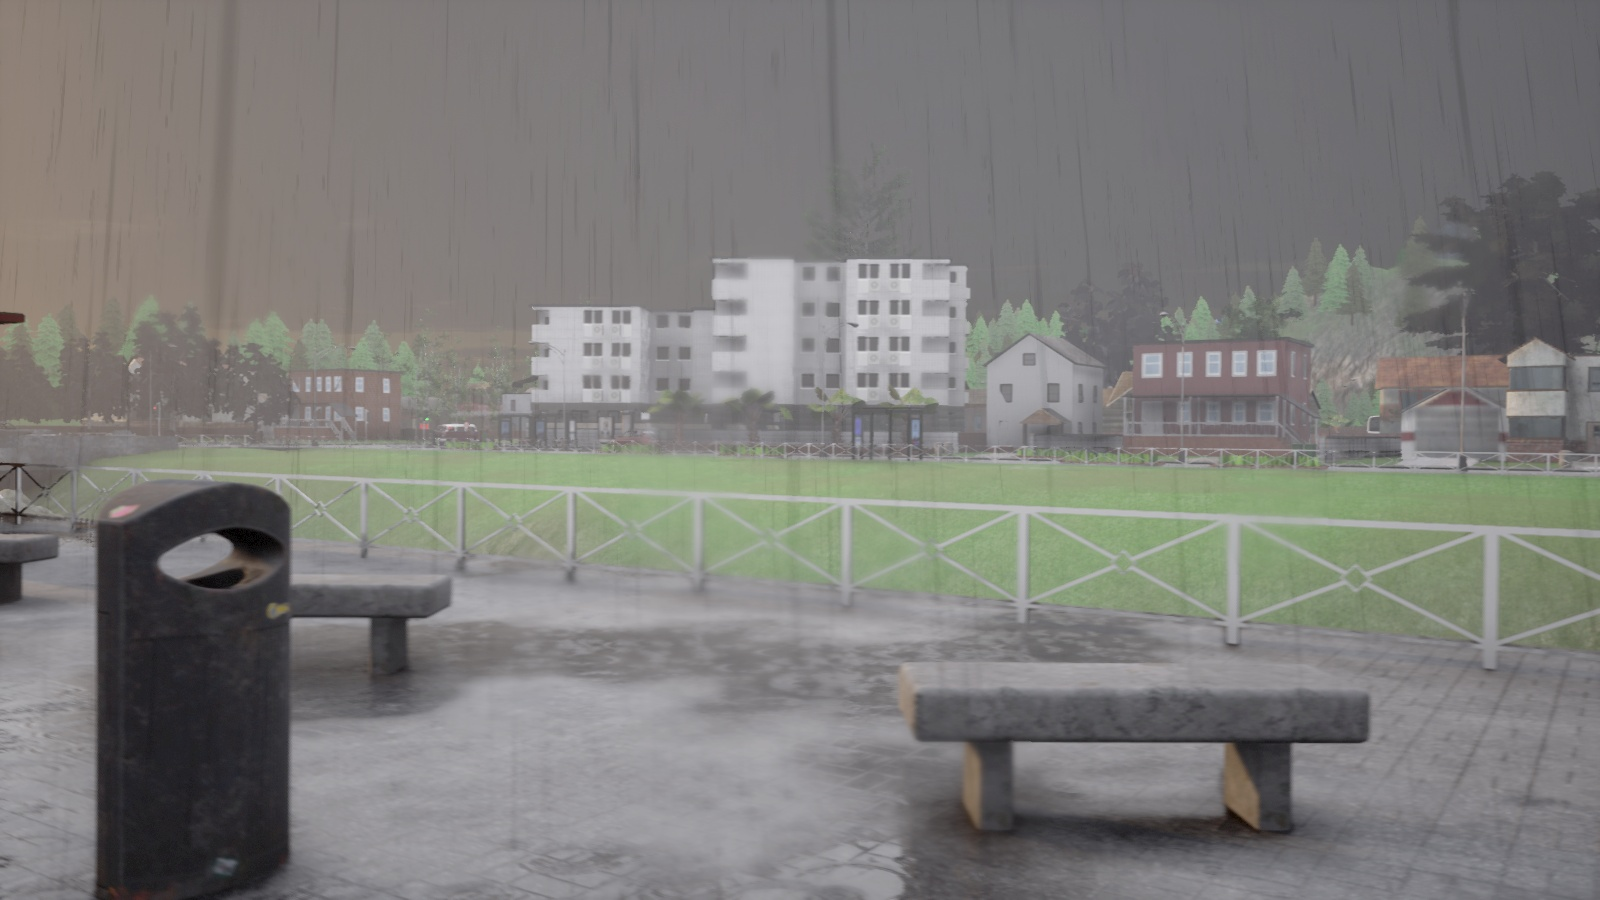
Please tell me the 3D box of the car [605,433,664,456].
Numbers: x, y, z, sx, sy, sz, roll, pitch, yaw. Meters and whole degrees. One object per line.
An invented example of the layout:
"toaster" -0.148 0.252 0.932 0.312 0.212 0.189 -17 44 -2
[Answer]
"car" -11.289 -0.359 85.800 3.705 1.549 1.789 0 1 34
